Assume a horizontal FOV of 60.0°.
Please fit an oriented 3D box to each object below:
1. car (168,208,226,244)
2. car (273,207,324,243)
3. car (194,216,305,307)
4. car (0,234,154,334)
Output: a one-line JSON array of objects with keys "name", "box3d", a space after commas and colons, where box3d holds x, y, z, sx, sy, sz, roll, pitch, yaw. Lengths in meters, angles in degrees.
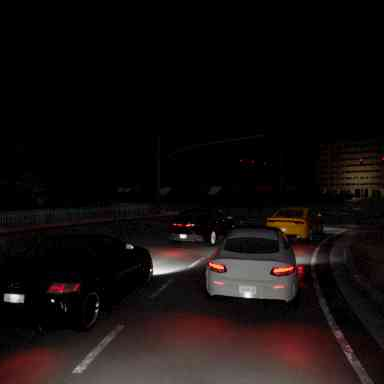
[{"name": "car", "box3d": [0.611, 1.505, 15.397, 1.837, 1.490, 4.892, 0, 0, 23]}, {"name": "car", "box3d": [5.210, 1.478, 16.499, 1.882, 1.535, 5.008, 0, 0, 30]}, {"name": "car", "box3d": [1.525, 1.526, 7.989, 1.812, 1.442, 4.674, 0, 0, 14]}, {"name": "car", "box3d": [-2.267, 1.564, 6.962, 1.994, 1.385, 4.181, 0, 0, 11]}]
